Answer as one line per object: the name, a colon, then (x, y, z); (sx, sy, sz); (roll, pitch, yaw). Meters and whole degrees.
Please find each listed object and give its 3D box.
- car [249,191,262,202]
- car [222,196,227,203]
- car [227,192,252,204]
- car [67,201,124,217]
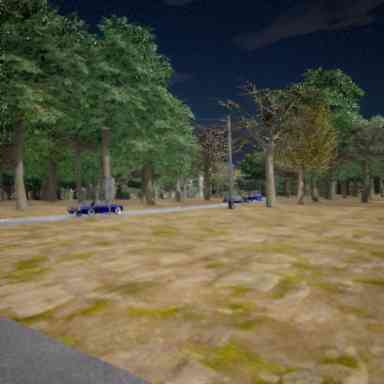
car: (11.895, 0.844, 63.402); (2.150, 2.045, 5.566); (-2, 0, 21)
car: (7.012, 1.279, 59.567); (2.033, 1.411, 5.357); (-2, -1, 24)
car: (7.816, 1.226, 54.261); (1.994, 1.385, 4.181); (-2, -1, 26)
car: (-8.045, 1.375, 28.254); (1.895, 1.301, 4.718); (-2, -1, 34)
